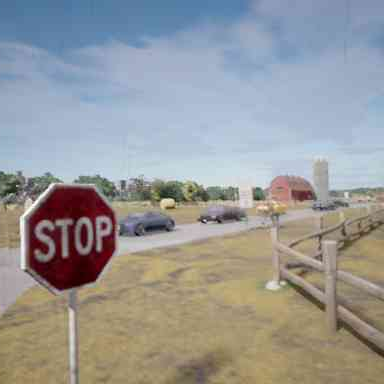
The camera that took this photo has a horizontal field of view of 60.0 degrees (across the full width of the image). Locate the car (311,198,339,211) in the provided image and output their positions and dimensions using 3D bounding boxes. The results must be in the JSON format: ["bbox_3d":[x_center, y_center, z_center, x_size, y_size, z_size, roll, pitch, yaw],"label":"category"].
[{"bbox_3d":[16.918,1.732,42.816,2.033,1.411,5.357,-3,-2,36],"label":"car"}]

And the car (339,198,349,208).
[{"bbox_3d":[22.624,1.740,50.929,1.837,1.490,4.892,-3,-2,35],"label":"car"}]

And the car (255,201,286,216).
[{"bbox_3d":[8.563,1.759,36.064,1.882,1.535,5.008,-3,-2,35],"label":"car"}]

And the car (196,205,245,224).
[{"bbox_3d":[2.517,1.813,27.580,2.033,1.411,5.357,-3,-2,35],"label":"car"}]

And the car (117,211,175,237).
[{"bbox_3d":[-2.906,1.815,19.946,1.994,1.385,4.181,-3,-2,36],"label":"car"}]

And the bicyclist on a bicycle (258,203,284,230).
[{"bbox_3d":[4.867,1.503,20.570,1.656,1.620,0.582,-1,-1,35],"label":"bicyclist on a bicycle"}]
